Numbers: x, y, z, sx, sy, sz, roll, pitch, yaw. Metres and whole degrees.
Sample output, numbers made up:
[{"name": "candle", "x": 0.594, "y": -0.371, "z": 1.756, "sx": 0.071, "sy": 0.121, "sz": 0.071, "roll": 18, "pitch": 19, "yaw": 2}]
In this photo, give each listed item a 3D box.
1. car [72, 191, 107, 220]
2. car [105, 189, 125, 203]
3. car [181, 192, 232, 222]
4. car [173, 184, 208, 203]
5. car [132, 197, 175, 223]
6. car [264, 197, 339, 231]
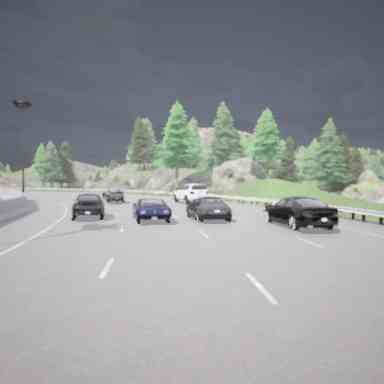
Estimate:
[{"name": "car", "x": -6.613, "y": 0.868, "z": 21.365, "sx": 1.837, "sy": 1.490, "sz": 4.892, "roll": 0, "pitch": 2, "yaw": -15}, {"name": "car", "x": -8.774, "y": 0.402, "z": 36.585, "sx": 2.128, "sy": 1.511, "sz": 4.902, "roll": -1, "pitch": 2, "yaw": -25}, {"name": "car", "x": 0.912, "y": 0.959, "z": 20.014, "sx": 1.994, "sy": 1.385, "sz": 4.181, "roll": 0, "pitch": 2, "yaw": -13}, {"name": "car", "x": -0.194, "y": 0.179, "z": 34.688, "sx": 2.150, "sy": 2.045, "sz": 5.566, "roll": -1, "pitch": 2, "yaw": -22}, {"name": "car", "x": -2.483, "y": 1.014, "z": 19.544, "sx": 1.895, "sy": 1.301, "sz": 4.718, "roll": 0, "pitch": 2, "yaw": -14}, {"name": "car", "x": 5.240, "y": 0.969, "z": 16.643, "sx": 1.882, "sy": 1.535, "sz": 5.008, "roll": 0, "pitch": 2, "yaw": -10}]
